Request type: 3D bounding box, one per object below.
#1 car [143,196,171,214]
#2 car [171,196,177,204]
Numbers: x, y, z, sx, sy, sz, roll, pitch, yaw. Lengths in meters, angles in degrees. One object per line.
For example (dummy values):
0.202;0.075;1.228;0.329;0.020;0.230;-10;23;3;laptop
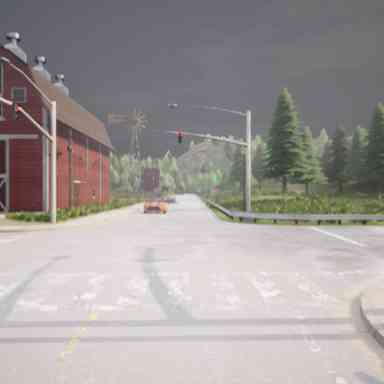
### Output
-3.519;1.229;32.820;2.097;1.767;4.553;0;0;0;car
-3.533;1.362;57.029;1.895;1.301;4.718;0;0;0;car
